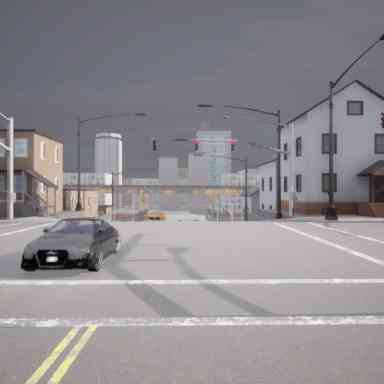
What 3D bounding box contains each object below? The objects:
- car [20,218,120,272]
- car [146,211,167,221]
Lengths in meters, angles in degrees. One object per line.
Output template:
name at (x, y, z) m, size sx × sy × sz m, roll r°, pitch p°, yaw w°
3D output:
car at (-3.621, 1.540, 10.606) m, size 1.994 × 1.385 × 4.181 m, roll 0°, pitch 0°, yaw 0°
car at (-3.708, 2.756, 35.045) m, size 1.882 × 1.535 × 5.008 m, roll 0°, pitch -8°, yaw -1°
